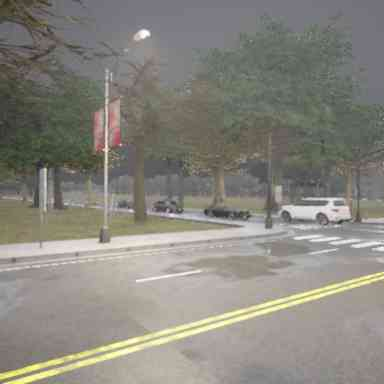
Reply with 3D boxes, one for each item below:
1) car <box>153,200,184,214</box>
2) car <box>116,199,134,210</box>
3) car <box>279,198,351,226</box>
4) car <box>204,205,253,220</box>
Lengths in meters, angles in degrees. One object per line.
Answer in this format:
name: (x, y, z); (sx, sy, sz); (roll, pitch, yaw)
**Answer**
car: (-2.748, 1.698, 38.054); (1.837, 1.490, 4.892); (1, 0, -36)
car: (-8.877, 1.733, 46.672); (2.033, 1.411, 5.357); (1, 0, -36)
car: (9.474, 1.474, 26.056); (2.150, 2.045, 5.566); (1, -1, -34)
car: (3.164, 1.805, 29.758); (1.895, 1.301, 4.718); (1, 0, -36)
